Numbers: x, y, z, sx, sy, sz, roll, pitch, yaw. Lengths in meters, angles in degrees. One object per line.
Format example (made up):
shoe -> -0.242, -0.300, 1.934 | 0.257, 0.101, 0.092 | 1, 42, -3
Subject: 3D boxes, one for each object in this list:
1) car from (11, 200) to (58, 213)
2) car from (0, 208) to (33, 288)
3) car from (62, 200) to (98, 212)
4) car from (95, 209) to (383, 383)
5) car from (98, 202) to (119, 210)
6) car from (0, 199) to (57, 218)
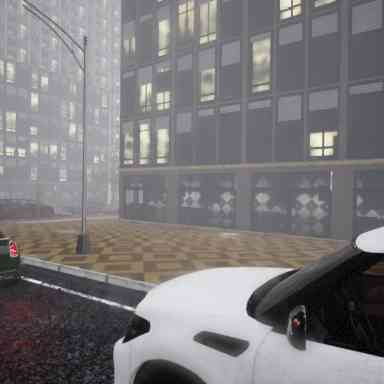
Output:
car -> -18.632, 1.643, 39.534 | 1.752, 1.417, 4.829 | 1, 0, 36
car -> -6.157, 1.348, 8.049 | 4.553, 1.767, 2.097 | 0, 0, 35
car -> -13.584, 1.750, 42.000 | 2.033, 1.411, 5.357 | 1, 0, 37
car -> 1.919, 1.222, 2.313 | 5.566, 2.045, 2.150 | 0, 0, 36
car -> -8.336, 1.830, 39.387 | 1.752, 1.417, 4.829 | 1, 0, 36
car -> -15.119, 1.519, 30.164 | 2.192, 1.841, 5.009 | 1, 0, 36
